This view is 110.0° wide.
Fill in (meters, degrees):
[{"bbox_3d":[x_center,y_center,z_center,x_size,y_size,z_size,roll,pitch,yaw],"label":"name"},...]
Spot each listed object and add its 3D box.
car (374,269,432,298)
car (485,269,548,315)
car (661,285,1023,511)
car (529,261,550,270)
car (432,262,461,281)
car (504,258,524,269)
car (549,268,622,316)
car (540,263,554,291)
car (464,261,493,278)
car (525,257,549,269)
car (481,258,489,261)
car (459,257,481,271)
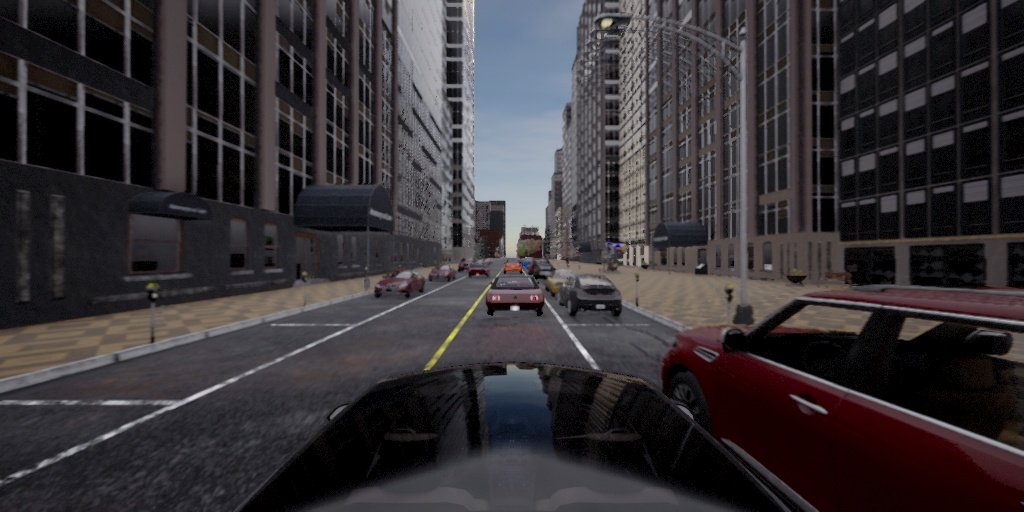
[{"bbox_3d":[-5.684,1.343,18.634,1.802,1.307,4.207,0,0,0],"label":"car"},{"bbox_3d":[0.102,1.358,13.545,1.895,1.301,4.718,0,0,0],"label":"car"},{"bbox_3d":[2.691,1.065,2.013,2.192,1.841,5.009,0,0,0],"label":"car"},{"bbox_3d":[2.700,1.333,29.710,1.948,1.339,4.313,0,0,0],"label":"car"},{"bbox_3d":[-5.680,1.349,29.712,1.802,1.307,4.207,0,0,0],"label":"car"},{"bbox_3d":[0.115,1.126,42.252,2.097,1.767,4.553,0,0,0],"label":"car"},{"bbox_3d":[2.695,1.307,13.092,2.007,1.370,4.403,0,0,0],"label":"car"},{"bbox_3d":[2.697,1.286,18.801,1.751,1.417,4.829,0,0,0],"label":"car"},{"bbox_3d":[-3.004,1.371,33.926,1.895,1.301,4.718,0,0,0],"label":"car"},{"bbox_3d":[2.702,1.085,35.249,2.192,1.841,5.009,0,0,0],"label":"car"},{"bbox_3d":[-5.669,1.330,62.948,1.888,1.381,4.507,0,0,0],"label":"car"},{"bbox_3d":[-5.675,1.091,46.330,2.192,1.841,5.009,0,0,0],"label":"car"}]
